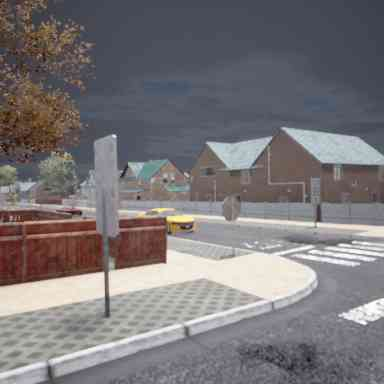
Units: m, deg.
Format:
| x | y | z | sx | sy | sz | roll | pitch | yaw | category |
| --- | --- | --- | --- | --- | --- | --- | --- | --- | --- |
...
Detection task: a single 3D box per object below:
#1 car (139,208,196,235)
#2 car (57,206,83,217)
| x | y | z | sx | sy | sz | roll | pitch | yaw | category |
| --- | --- | --- | --- | --- | --- | --- | --- | --- | --- |
| -1.718 | 1.809 | 21.600 | 1.882 | 1.535 | 5.008 | -2 | 0 | -36 | car |
| -14.377 | 2.294 | 39.149 | 1.895 | 1.301 | 4.718 | -2 | 0 | -36 | car |
